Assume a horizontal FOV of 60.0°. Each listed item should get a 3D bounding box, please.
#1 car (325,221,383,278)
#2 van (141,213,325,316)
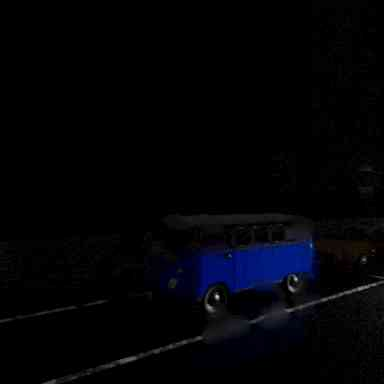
[{"bbox_3d":[5.380,1.618,10.480,4.829,1.417,1.752,1,-1,-35],"label":"car"},{"bbox_3d":[0.928,1.384,7.310,3.998,1.788,1.690,1,-1,-35],"label":"van"}]
